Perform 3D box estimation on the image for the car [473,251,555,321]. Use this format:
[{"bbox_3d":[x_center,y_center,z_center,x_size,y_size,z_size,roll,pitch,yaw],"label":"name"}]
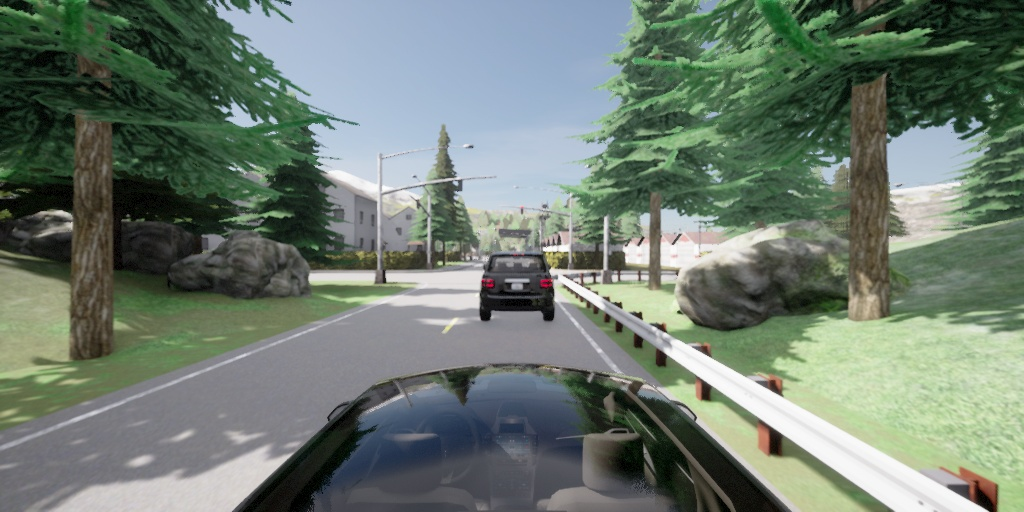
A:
[{"bbox_3d":[0.158,0.856,12.020,2.150,2.045,5.566,0,1,0],"label":"car"}]
